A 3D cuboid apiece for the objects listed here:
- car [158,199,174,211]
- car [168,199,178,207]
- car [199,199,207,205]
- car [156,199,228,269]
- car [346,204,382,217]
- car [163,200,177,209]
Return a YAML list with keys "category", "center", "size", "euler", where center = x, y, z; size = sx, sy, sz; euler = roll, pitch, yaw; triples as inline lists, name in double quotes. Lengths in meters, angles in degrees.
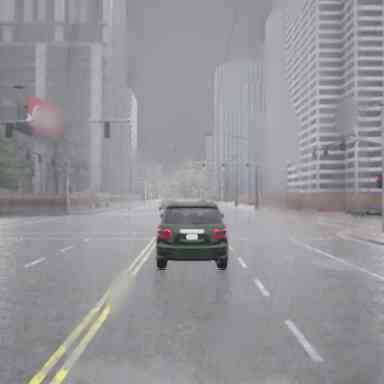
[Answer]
- category: "car"
  center: [-3.898, 1.960, 50.718]
  size: [2.097, 1.767, 4.553]
  euler: [0, -1, 0]
- category: "car"
  center: [-3.930, 2.346, 70.643]
  size: [1.837, 1.490, 4.892]
  euler: [0, -1, 0]
- category: "car"
  center: [2.956, 2.564, 89.050]
  size: [1.837, 1.490, 4.892]
  euler: [0, -1, 0]
- category: "car"
  center: [0.004, 1.362, 11.790]
  size: [2.150, 2.045, 5.566]
  euler: [0, -1, 0]
- category: "car"
  center: [19.558, 1.973, 35.769]
  size: [5.357, 1.411, 2.033]
  euler: [0, -1, -1]
- category: "car"
  center: [-3.931, 2.270, 60.338]
  size: [2.033, 1.411, 5.357]
  euler: [0, -1, 0]
